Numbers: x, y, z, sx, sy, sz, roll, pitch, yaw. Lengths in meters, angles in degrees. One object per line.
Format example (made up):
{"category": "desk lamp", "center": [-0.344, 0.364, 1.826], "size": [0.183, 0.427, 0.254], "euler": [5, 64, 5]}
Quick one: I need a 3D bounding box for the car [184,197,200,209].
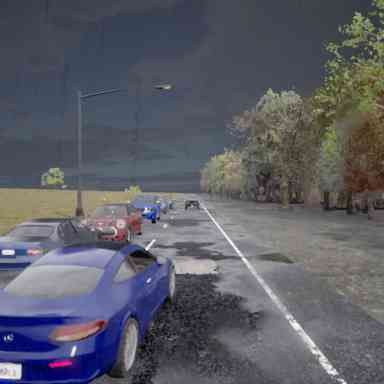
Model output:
{"category": "car", "center": [0.027, 1.501, 44.337], "size": [1.837, 1.490, 4.892], "euler": [0, 0, 0]}

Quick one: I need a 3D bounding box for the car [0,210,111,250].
{"category": "car", "center": [-4.488, 1.549, 10.807], "size": [2.033, 1.411, 5.357], "euler": [0, 0, 2]}

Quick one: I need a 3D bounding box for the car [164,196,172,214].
{"category": "car", "center": [-3.620, 1.351, 35.256], "size": [2.097, 1.767, 4.553], "euler": [0, 0, 0]}

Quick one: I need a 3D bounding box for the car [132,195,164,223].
{"category": "car", "center": [-3.623, 1.223, 25.251], "size": [2.150, 2.045, 5.566], "euler": [0, 0, -1]}

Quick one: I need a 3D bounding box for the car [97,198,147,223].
{"category": "car", "center": [-3.670, 1.354, 15.649], "size": [2.097, 1.767, 4.553], "euler": [0, 0, 2]}

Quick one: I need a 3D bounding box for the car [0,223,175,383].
{"category": "car", "center": [-1.488, 1.526, 5.456], "size": [1.812, 1.442, 4.674], "euler": [0, 0, 7]}

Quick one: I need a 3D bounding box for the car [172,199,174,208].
{"category": "car", "center": [-3.627, 1.347, 45.262], "size": [2.097, 1.767, 4.553], "euler": [0, 0, 0]}
